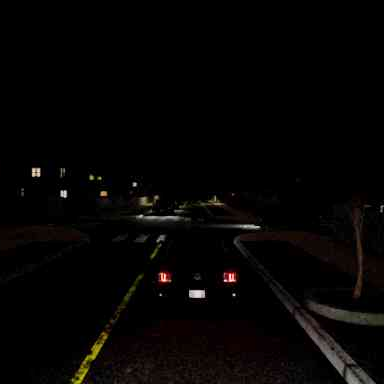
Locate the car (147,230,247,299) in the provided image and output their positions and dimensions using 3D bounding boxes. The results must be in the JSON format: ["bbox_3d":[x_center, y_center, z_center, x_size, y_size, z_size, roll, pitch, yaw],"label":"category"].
[{"bbox_3d":[0.098,1.605,8.391,1.895,1.301,4.718,0,0,0],"label":"car"}]

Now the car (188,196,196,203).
[{"bbox_3d":[-0.005,1.695,75.456,1.837,1.490,4.892,0,0,0],"label":"car"}]

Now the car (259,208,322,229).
[{"bbox_3d":[6.896,1.791,23.503,4.181,1.385,1.994,1,-1,-1],"label":"car"}]

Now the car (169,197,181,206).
[{"bbox_3d":[-2.836,1.636,56.359,1.812,1.442,4.674,0,0,1],"label":"car"}]

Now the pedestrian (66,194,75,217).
[{"bbox_3d":[-9.631,1.046,26.420,0.375,1.860,0.375,0,-2,0],"label":"pedestrian"}]

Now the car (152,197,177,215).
[{"bbox_3d":[-2.879,1.546,34.138,1.837,1.490,4.892,0,0,1],"label":"car"}]

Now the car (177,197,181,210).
[{"bbox_3d":[-2.849,1.422,44.236,2.097,1.767,4.553,0,0,0],"label":"car"}]
